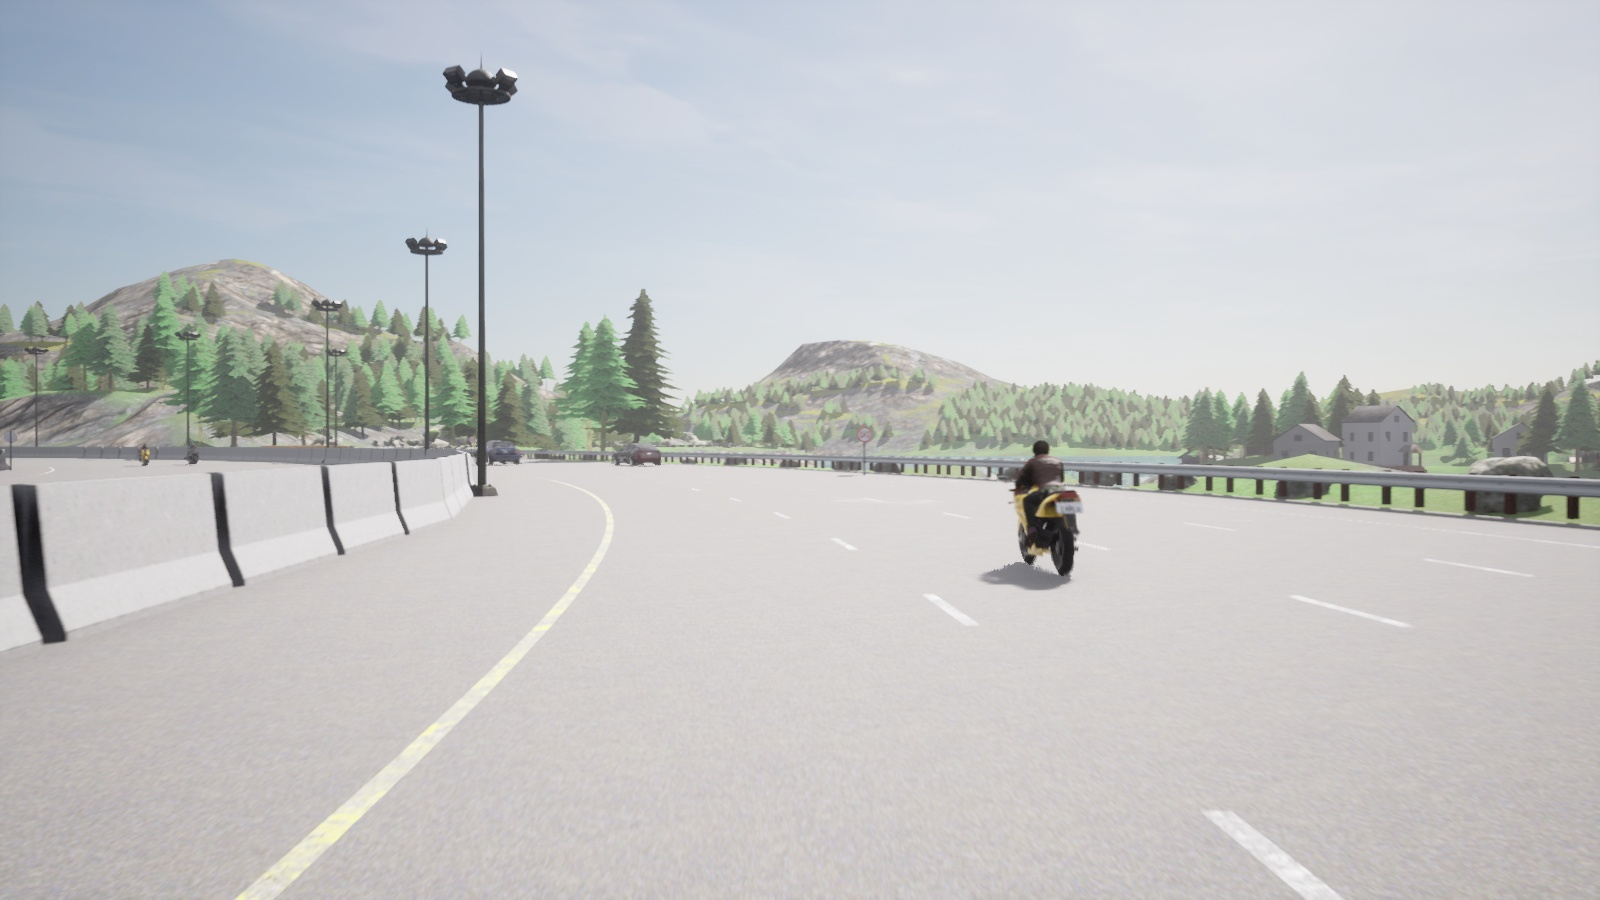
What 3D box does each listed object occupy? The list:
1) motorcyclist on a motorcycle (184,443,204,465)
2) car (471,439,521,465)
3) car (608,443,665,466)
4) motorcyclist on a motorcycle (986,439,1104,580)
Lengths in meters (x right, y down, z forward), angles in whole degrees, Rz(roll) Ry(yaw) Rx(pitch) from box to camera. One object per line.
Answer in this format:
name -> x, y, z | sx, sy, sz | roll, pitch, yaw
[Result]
motorcyclist on a motorcycle -> -41.759, 0.272, 86.506 | 0.866, 1.530, 2.191 | -1, 1, -35
car -> -21.058, 0.105, 86.746 | 2.097, 1.767, 4.553 | 0, 0, -31
car -> -10.808, 0.273, 82.969 | 2.163, 1.488, 4.792 | 0, 0, -28
motorcyclist on a motorcycle -> 2.834, 0.647, 14.736 | 0.797, 1.523, 2.044 | -1, 0, -5
